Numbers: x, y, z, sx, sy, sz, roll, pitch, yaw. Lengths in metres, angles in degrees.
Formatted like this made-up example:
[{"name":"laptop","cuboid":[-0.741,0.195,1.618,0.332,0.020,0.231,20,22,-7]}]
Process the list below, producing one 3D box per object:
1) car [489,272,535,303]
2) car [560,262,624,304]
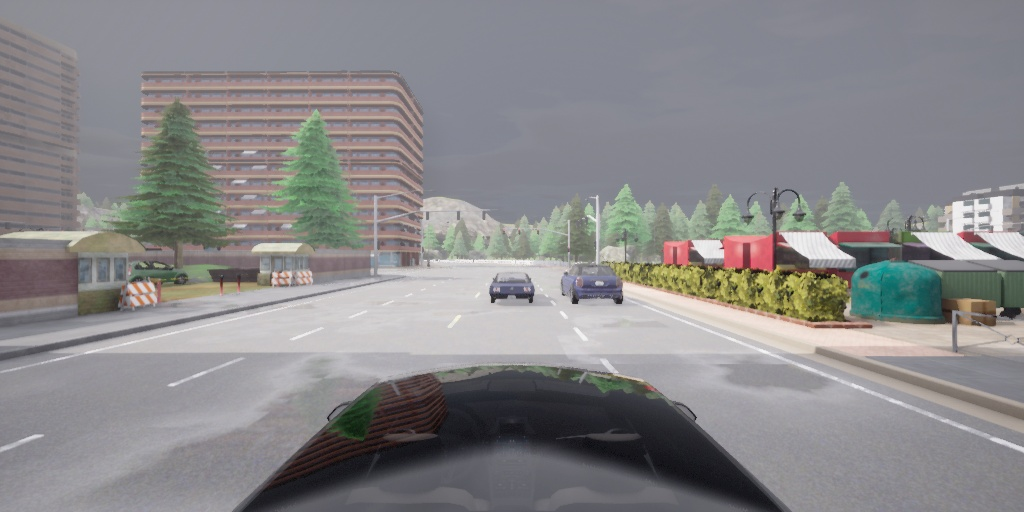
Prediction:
[{"name":"car","cuboid":[0.000,1.365,16.530,1.895,1.301,4.718,0,0,0]},{"name":"car","cuboid":[3.500,1.115,16.470,2.097,1.767,4.553,0,0,0]}]
